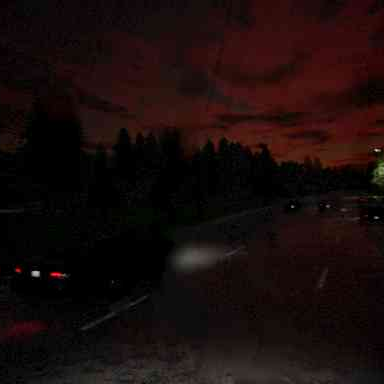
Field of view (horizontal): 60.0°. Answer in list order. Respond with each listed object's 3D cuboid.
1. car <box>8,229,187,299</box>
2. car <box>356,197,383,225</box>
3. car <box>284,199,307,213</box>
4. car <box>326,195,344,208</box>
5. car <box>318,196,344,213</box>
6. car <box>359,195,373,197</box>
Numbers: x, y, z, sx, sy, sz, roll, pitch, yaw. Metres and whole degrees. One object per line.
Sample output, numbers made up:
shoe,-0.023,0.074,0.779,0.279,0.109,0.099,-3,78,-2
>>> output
car,-2.127,1.741,9.205,2.033,1.411,5.357,-3,-1,27
car,11.801,1.281,21.543,1.812,1.442,4.674,-3,-1,26
car,11.430,1.506,36.638,1.994,1.385,4.181,-3,-1,27
car,18.989,1.239,44.156,1.812,1.442,4.674,-3,-1,27
car,14.368,1.362,34.716,1.994,1.385,4.181,-3,-1,27
car,20.694,1.082,39.568,2.128,1.511,4.902,-3,-1,26
